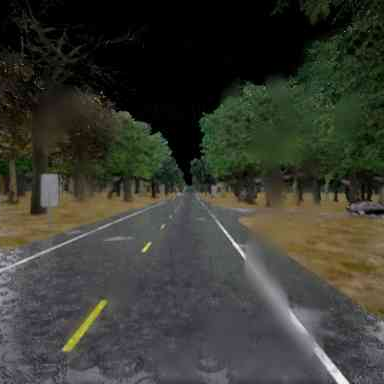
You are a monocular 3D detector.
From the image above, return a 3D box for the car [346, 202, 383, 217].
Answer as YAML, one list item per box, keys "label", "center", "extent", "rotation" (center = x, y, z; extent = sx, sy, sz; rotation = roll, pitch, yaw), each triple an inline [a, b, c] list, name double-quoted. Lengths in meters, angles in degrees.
- label: "car"
  center: [18.909, 1.830, 35.278]
  extent: [4.902, 1.511, 2.128]
  rotation: [2, 0, -2]

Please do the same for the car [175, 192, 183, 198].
- label: "car"
  center: [-3.479, 0.789, 90.260]
  extent: [2.128, 1.511, 4.902]
  rotation: [0, 0, 0]
